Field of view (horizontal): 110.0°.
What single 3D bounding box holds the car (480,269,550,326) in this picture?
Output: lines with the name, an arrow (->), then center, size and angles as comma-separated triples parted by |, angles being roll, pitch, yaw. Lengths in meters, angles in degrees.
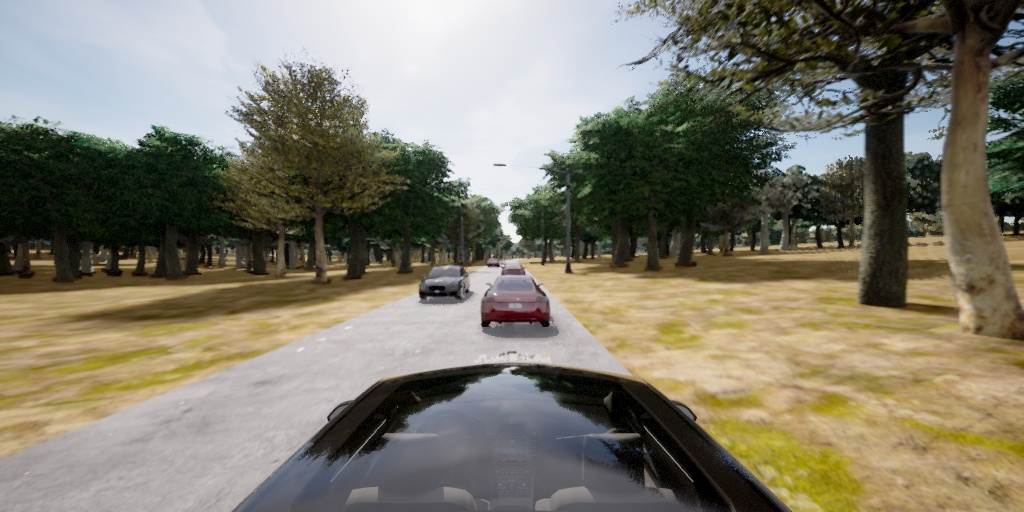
car -> 0.095, 1.285, 11.510 | 1.994, 1.385, 4.181 | 0, 0, 0

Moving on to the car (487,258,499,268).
car -> -3.045, 1.122, 58.516 | 1.882, 1.535, 5.008 | 0, 0, 0

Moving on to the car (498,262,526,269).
car -> 0.104, 1.207, 27.556 | 1.812, 1.442, 4.674 | 0, 0, 0

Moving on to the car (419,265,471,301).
car -> -3.097, 1.209, 17.250 | 1.837, 1.490, 4.892 | 0, 0, 0
